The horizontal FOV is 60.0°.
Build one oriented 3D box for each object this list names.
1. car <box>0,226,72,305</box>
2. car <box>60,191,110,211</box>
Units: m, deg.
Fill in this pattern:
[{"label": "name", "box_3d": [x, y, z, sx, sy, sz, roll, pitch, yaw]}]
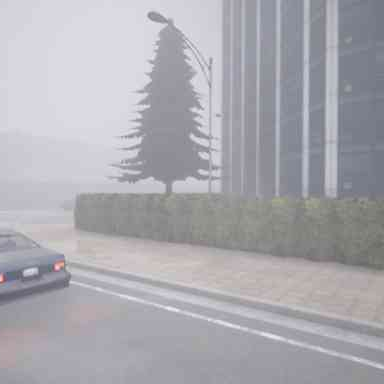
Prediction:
[{"label": "car", "box_3d": [-4.977, 1.487, 7.527, 5.357, 1.411, 2.033, 1, 0, 36]}, {"label": "car", "box_3d": [-10.899, 0.956, 34.800, 2.150, 2.045, 5.566, 1, 0, 35]}]
